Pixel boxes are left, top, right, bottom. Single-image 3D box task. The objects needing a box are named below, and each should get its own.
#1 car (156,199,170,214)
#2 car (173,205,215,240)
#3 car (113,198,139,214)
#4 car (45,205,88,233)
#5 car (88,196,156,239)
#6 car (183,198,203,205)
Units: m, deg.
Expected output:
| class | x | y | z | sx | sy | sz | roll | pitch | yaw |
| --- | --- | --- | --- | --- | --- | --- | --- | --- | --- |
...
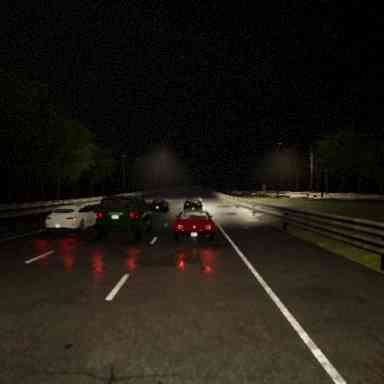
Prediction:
| class | x | y | z | sx | sy | sz | roll | pitch | yaw |
| --- | --- | --- | --- | --- | --- | --- | --- | --- | --- |
| car | -3.397 | 1.453 | 34.661 | 1.994 | 1.385 | 4.181 | 0 | 1 | 0 |
| car | 0.102 | 1.582 | 16.951 | 1.895 | 1.301 | 4.718 | 0 | 0 | 0 |
| car | -6.911 | 1.411 | 35.090 | 1.812 | 1.442 | 4.674 | 0 | 1 | 0 |
| car | -6.885 | 1.502 | 19.360 | 1.812 | 1.442 | 4.674 | 0 | 0 | 0 |
| car | -3.398 | 1.201 | 17.427 | 2.150 | 2.045 | 5.566 | 0 | 0 | 0 |
| car | 0.102 | 1.386 | 34.087 | 2.128 | 1.511 | 4.902 | 0 | 1 | 0 |
